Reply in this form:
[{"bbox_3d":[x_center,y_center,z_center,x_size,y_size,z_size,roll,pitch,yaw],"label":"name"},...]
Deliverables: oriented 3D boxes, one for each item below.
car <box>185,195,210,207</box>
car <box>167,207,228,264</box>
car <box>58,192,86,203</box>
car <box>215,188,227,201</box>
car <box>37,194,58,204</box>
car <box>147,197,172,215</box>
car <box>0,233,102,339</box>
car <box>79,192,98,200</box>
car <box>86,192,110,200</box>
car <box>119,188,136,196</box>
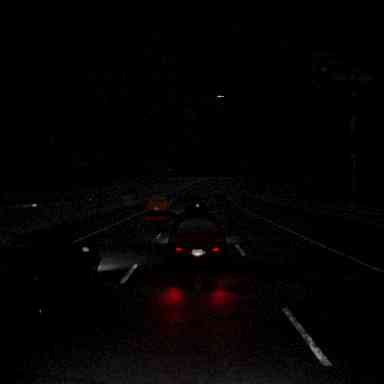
[{"bbox_3d":[0.494,1.113,29.034,2.097,1.767,4.553,0,1,1],"label":"car"},{"bbox_3d":[0.178,1.486,11.507,1.812,1.442,4.674,0,0,1],"label":"car"},{"bbox_3d":[-16.587,0.992,47.533,2.033,1.411,5.357,0,1,3],"label":"car"},{"bbox_3d":[4.943,0.635,57.247,1.882,1.535,5.008,0,2,3],"label":"car"},{"bbox_3d":[-20.095,1.020,47.047,1.994,1.385,4.181,0,1,3],"label":"car"},{"bbox_3d":[-2.964,1.213,30.730,1.882,1.535,5.008,0,1,2],"label":"car"},{"bbox_3d":[-3.371,1.533,6.577,2.033,1.411,5.357,0,0,0],"label":"car"},{"bbox_3d":[-19.322,0.632,62.414,1.895,1.301,4.718,0,2,3],"label":"car"},{"bbox_3d":[-13.071,0.949,47.607,1.837,1.490,4.892,0,1,3],"label":"car"},{"bbox_3d":[-12.260,0.218,63.378,2.150,2.045,5.566,0,2,3],"label":"car"}]
